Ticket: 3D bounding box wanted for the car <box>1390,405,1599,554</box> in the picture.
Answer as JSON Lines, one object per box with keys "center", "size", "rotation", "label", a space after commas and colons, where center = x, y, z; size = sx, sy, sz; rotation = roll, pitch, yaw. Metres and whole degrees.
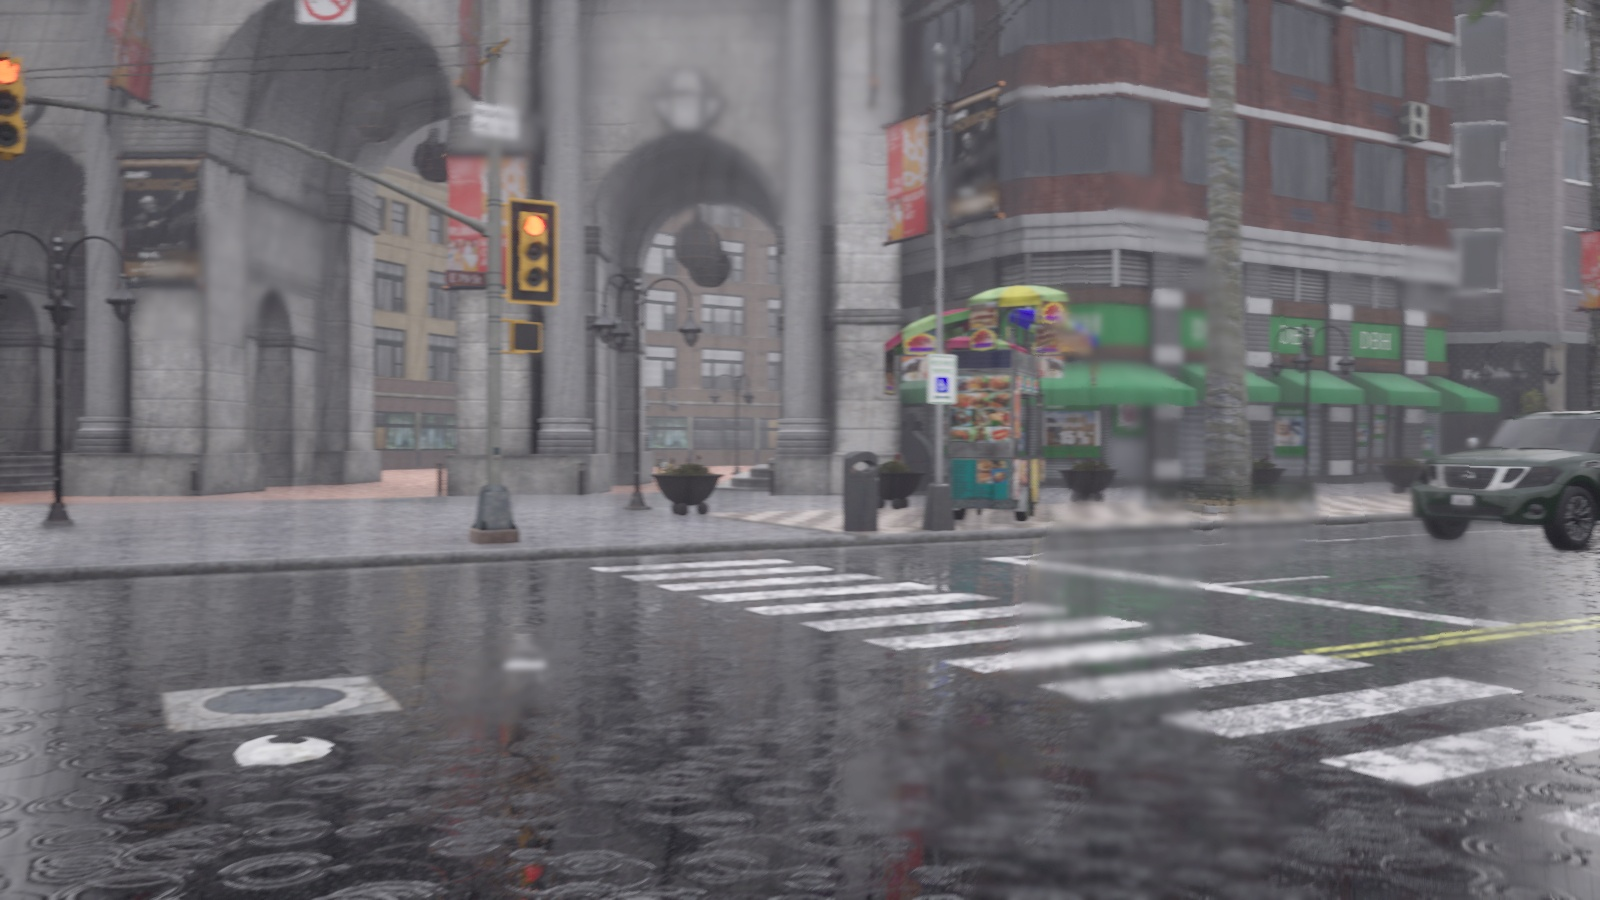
{"center": [11.916, 0.402, 19.507], "size": [5.566, 2.045, 2.150], "rotation": [0, 0, -30], "label": "car"}
